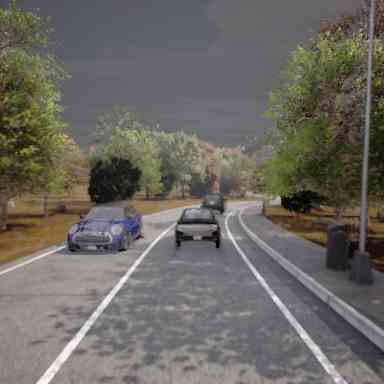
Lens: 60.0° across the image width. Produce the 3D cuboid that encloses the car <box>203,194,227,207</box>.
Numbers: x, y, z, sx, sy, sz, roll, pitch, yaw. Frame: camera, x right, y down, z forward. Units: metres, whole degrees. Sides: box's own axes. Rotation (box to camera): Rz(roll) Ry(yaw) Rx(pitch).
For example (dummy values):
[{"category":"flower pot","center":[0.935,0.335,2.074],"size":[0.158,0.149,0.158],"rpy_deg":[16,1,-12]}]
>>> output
[{"category":"car","center":[2.394,1.201,34.488],"size":[2.150,2.045,5.566],"rpy_deg":[1,0,10]}]

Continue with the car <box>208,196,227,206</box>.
[{"category":"car","center":[4.311,1.433,55.824],"size":[1.837,1.490,4.892],"rpy_deg":[2,0,20]}]

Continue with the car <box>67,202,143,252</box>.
[{"category":"car","center":[-3.403,1.281,13.800],"size":[2.097,1.767,4.553],"rpy_deg":[0,2,2]}]

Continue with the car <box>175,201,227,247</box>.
[{"category":"car","center":[0.298,1.432,14.905],"size":[2.128,1.511,4.902],"rpy_deg":[0,2,2]}]
